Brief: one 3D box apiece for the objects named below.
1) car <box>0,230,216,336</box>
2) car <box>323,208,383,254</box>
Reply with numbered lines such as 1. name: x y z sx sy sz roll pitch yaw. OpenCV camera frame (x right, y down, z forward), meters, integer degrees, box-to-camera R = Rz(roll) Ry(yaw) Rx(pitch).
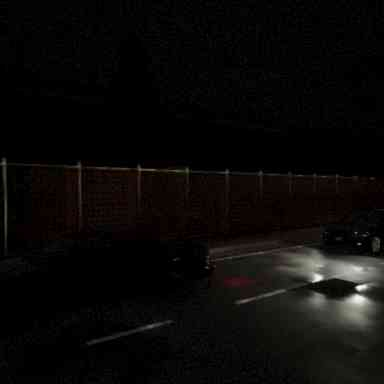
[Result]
1. car: -2.007 1.541 6.863 5.357 1.411 2.033 0 0 -36
2. car: 7.346 1.427 13.541 5.008 1.535 1.882 0 0 -36
